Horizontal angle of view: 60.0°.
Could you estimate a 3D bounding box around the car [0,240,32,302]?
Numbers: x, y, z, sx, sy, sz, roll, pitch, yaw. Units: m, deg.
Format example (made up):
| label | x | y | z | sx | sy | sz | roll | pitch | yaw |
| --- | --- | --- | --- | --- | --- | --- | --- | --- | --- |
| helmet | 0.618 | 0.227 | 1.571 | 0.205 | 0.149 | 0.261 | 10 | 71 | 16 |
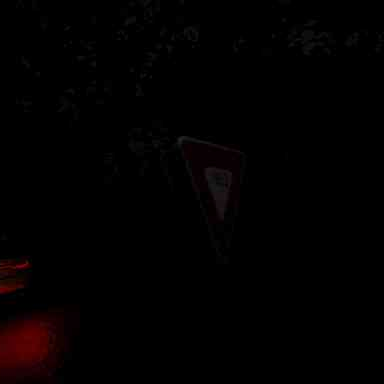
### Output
| label | x | y | z | sx | sy | sz | roll | pitch | yaw |
| --- | --- | --- | --- | --- | --- | --- | --- | --- | --- |
| car | -5.700 | 1.735 | 7.959 | 5.008 | 1.535 | 1.882 | -2 | -2 | 40 |
